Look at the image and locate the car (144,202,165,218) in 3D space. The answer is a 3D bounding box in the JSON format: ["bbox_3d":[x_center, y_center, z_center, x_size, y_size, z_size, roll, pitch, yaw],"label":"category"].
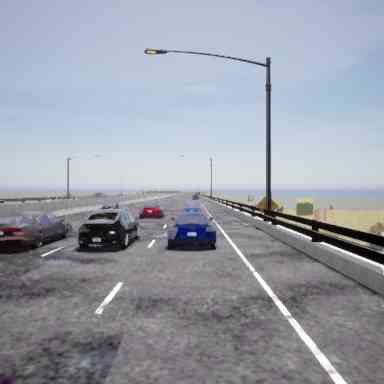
[{"bbox_3d":[-3.500,1.568,29.650,1.994,1.385,4.181,0,0,0],"label":"car"}]

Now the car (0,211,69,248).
[{"bbox_3d":[-7.000,1.561,14.651,2.033,1.411,5.357,0,0,0],"label":"car"}]

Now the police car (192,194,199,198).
[{"bbox_3d":[1.050,1.409,95.284,1.930,1.638,5.238,0,0,0],"label":"police car"}]

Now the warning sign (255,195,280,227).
[{"bbox_3d":[4.555,1.112,20.168,1.300,1.860,1.060,0,0,0],"label":"warning sign"}]

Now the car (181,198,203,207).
[{"bbox_3d":[0.000,1.559,29.651,2.033,1.411,5.357,0,0,0],"label":"car"}]

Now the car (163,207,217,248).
[{"bbox_3d":[0.000,1.570,14.650,1.994,1.385,4.181,0,0,0],"label":"car"}]

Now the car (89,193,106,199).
[{"bbox_3d":[-21.000,1.167,75.899,2.150,2.045,5.566,0,0,0],"label":"car"}]

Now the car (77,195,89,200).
[{"bbox_3d":[-24.500,1.482,75.930,2.033,1.411,5.357,0,0,0],"label":"car"}]

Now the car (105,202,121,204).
[{"bbox_3d":[-7.000,1.568,29.651,1.994,1.385,4.181,0,0,0],"label":"car"}]

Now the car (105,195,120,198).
[{"bbox_3d":[-17.500,1.482,75.928,2.033,1.411,5.357,0,0,0],"label":"car"}]

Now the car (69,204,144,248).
[{"bbox_3d":[-3.500,1.514,14.650,1.837,1.490,4.892,0,0,0],"label":"car"}]
